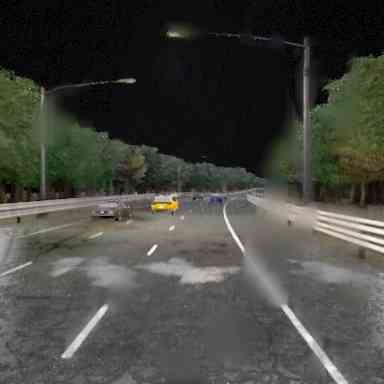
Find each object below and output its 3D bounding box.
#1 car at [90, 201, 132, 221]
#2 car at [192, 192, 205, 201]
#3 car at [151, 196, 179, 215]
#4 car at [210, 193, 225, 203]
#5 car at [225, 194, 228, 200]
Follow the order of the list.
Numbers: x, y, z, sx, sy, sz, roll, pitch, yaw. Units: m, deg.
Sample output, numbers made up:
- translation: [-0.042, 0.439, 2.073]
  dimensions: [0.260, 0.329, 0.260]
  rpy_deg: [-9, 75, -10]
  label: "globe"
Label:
- translation: [-6.026, 1.407, 25.393]
  dimensions: [2.033, 1.411, 5.357]
  rpy_deg: [0, 1, 4]
  label: "car"
- translation: [1.184, 0.780, 60.467]
  dimensions: [1.837, 1.490, 4.892]
  rpy_deg: [0, 0, 8]
  label: "car"
- translation: [-2.344, 1.089, 29.694]
  dimensions: [1.882, 1.535, 5.008]
  rpy_deg: [0, 1, 4]
  label: "car"
- translation: [4.025, 0.990, 54.748]
  dimensions: [1.882, 1.535, 5.008]
  rpy_deg: [0, 0, 8]
  label: "car"
- translation: [6.683, 0.988, 71.939]
  dimensions: [1.994, 1.385, 4.181]
  rpy_deg: [0, 0, 11]
  label: "car"
